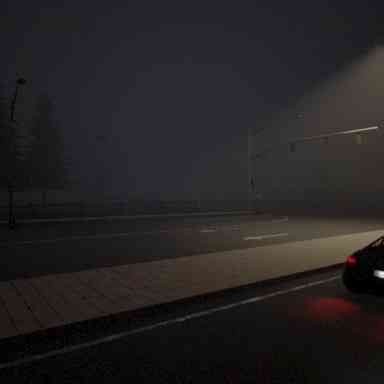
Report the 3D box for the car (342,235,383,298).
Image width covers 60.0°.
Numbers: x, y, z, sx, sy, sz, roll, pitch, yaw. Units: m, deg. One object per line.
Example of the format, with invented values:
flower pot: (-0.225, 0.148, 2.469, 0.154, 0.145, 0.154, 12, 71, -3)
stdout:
car: (5.317, 1.564, 7.577, 4.181, 1.385, 1.994, 0, 0, -35)
